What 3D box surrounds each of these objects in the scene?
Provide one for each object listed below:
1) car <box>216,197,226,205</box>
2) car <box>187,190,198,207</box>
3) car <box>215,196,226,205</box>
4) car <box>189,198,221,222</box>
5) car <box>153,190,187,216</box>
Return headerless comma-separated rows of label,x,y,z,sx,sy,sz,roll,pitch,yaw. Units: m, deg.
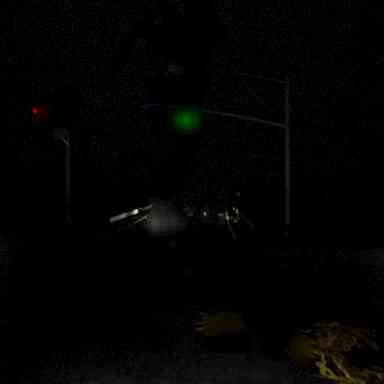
car,5.940,1.837,67.831,1.882,1.535,5.008,0,-2,6
car,-0.981,0.812,41.418,2.150,2.045,5.566,0,0,7
car,4.727,1.515,57.738,1.812,1.442,4.674,0,-2,7
car,1.134,1.533,26.865,1.994,1.385,4.181,0,3,5
car,-2.080,1.031,30.990,2.150,2.045,5.566,0,2,6
